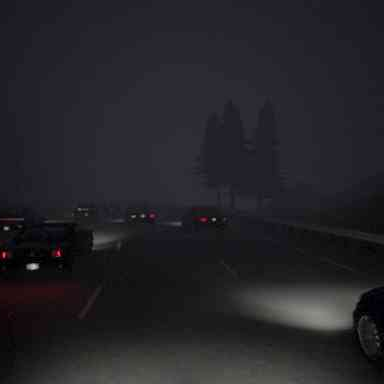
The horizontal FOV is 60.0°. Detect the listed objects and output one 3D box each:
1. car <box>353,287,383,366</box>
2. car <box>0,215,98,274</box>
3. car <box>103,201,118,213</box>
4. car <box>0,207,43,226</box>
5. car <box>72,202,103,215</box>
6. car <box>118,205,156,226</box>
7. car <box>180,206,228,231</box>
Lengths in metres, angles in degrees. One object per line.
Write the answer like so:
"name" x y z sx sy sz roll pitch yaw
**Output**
"car" 3.264 1.522 2.858 1.812 1.442 4.674 0 0 -2
"car" -4.443 1.648 10.819 1.895 1.301 4.718 0 0 -8
"car" -10.002 1.751 39.999 1.895 1.301 4.718 0 0 -23
"car" -9.629 1.579 18.683 2.128 1.511 4.902 0 0 -13
"car" -9.250 1.607 28.855 2.128 1.511 4.902 0 0 -20
"car" -3.929 1.631 24.216 2.033 1.411 5.357 0 0 -17
"car" 0.621 1.606 21.149 2.033 1.411 5.357 0 0 -14
